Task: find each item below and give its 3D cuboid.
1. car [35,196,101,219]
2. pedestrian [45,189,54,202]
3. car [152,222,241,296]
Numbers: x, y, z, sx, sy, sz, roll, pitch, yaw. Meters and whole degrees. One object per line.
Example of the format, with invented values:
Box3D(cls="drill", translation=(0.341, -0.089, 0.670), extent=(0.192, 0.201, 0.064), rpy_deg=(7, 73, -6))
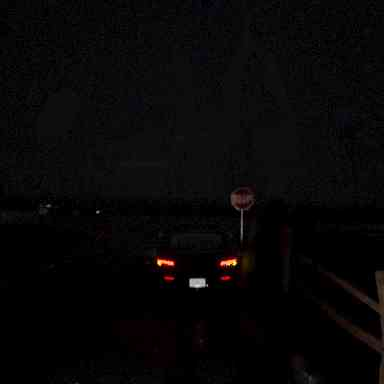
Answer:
Box3D(cls="car", translation=(-9.131, 1.071, 24.495), extent=(4.892, 1.490, 1.837), rpy_deg=(3, 1, 15))
Box3D(cls="pedestrian", translation=(-12.052, 0.638, 28.036), extent=(0.375, 1.860, 0.375), rpy_deg=(0, 1, 0))
Box3D(cls="car", translation=(0.086, 1.476, 8.361), extent=(1.812, 1.442, 4.674), rpy_deg=(0, 0, 0))
